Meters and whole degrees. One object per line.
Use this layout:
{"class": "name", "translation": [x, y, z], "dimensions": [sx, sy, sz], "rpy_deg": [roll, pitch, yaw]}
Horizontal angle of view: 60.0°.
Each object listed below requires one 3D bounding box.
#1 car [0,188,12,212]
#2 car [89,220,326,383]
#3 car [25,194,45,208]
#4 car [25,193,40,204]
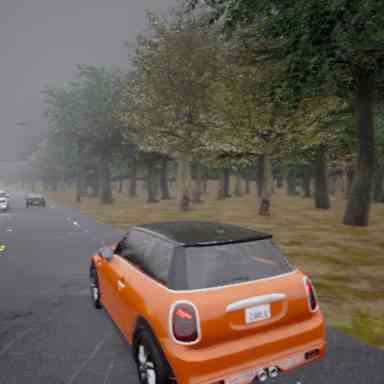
{"class": "car", "translation": [-19.637, 0.901, 33.286], "dimensions": [2.150, 2.045, 5.566], "rpy_deg": [-2, 2, -27]}
{"class": "car", "translation": [-0.272, 1.223, 5.260], "dimensions": [2.097, 1.767, 4.553], "rpy_deg": [-2, 1, -26]}
{"class": "car", "translation": [-18.067, 0.976, 38.364], "dimensions": [1.882, 1.535, 5.008], "rpy_deg": [-2, 2, -27]}
{"class": "car", "translation": [-23.795, 0.927, 49.577], "dimensions": [1.895, 1.301, 4.718], "rpy_deg": [-2, 2, -27]}
